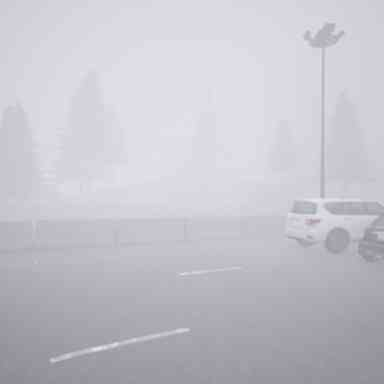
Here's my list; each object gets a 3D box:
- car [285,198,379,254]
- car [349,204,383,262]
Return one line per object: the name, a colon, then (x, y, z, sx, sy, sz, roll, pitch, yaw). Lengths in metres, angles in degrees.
car: (6.563, 1.263, 13.648, 5.566, 2.045, 2.150, 0, -1, -16)
car: (7.593, 1.358, 10.291, 4.553, 1.767, 2.097, 0, -1, -15)
